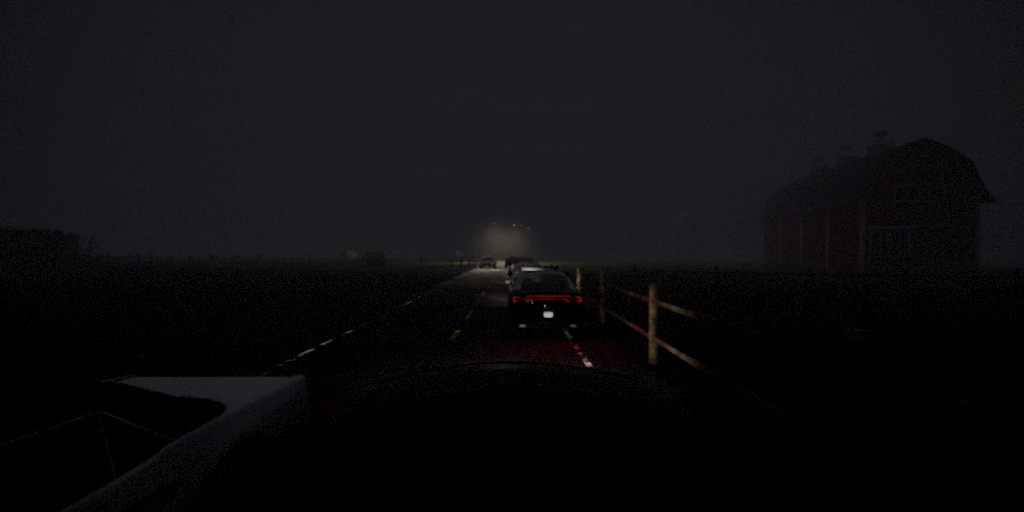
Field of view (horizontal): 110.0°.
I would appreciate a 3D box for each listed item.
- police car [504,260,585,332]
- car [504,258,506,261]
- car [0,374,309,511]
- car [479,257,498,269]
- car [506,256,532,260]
[{"bbox_3d":[0.814,1.080,10.629,1.930,1.638,5.238,0,1,0],"label":"police car"},{"bbox_3d":[-0.006,0.716,49.255,1.882,1.535,5.008,0,1,0],"label":"car"},{"bbox_3d":[-2.850,1.356,1.160,1.895,1.301,4.718,0,1,0],"label":"car"},{"bbox_3d":[-2.882,0.827,43.520,1.812,1.442,4.674,0,1,0],"label":"car"},{"bbox_3d":[0.797,0.836,26.487,2.097,1.767,4.553,0,1,0],"label":"car"}]
